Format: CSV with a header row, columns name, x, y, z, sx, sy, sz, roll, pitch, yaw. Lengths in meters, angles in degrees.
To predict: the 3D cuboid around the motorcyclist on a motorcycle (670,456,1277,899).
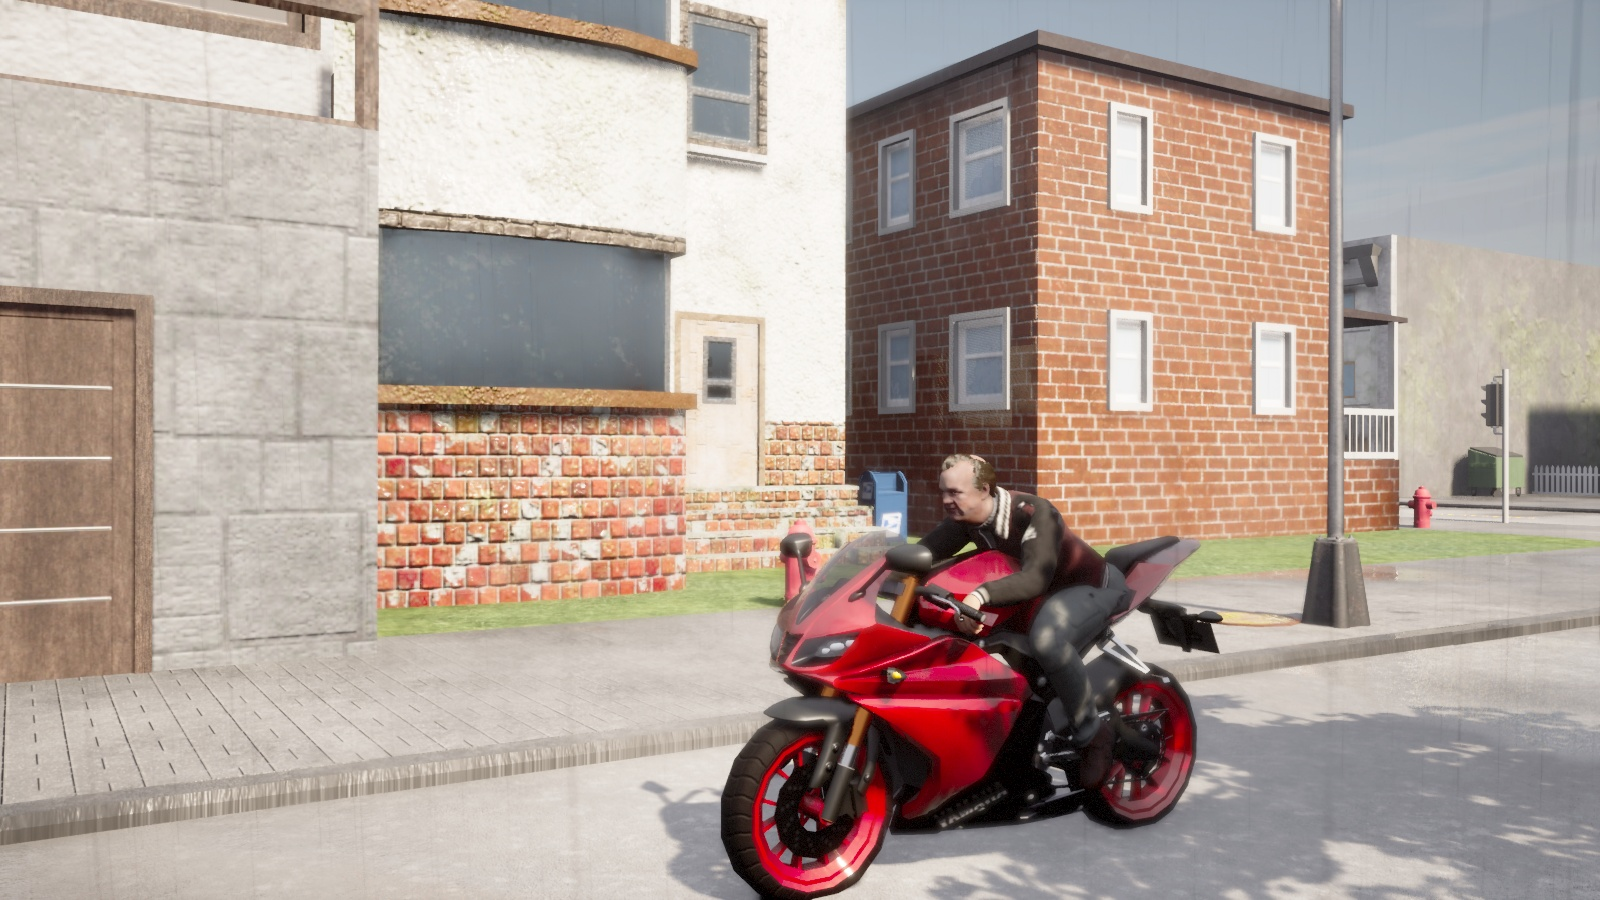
name,x,y,z,sx,sy,sz,roll,pitch,yaw
motorcyclist on a motorcycle,0.696,0.790,4.678,2.191,1.530,0.866,0,0,-32
